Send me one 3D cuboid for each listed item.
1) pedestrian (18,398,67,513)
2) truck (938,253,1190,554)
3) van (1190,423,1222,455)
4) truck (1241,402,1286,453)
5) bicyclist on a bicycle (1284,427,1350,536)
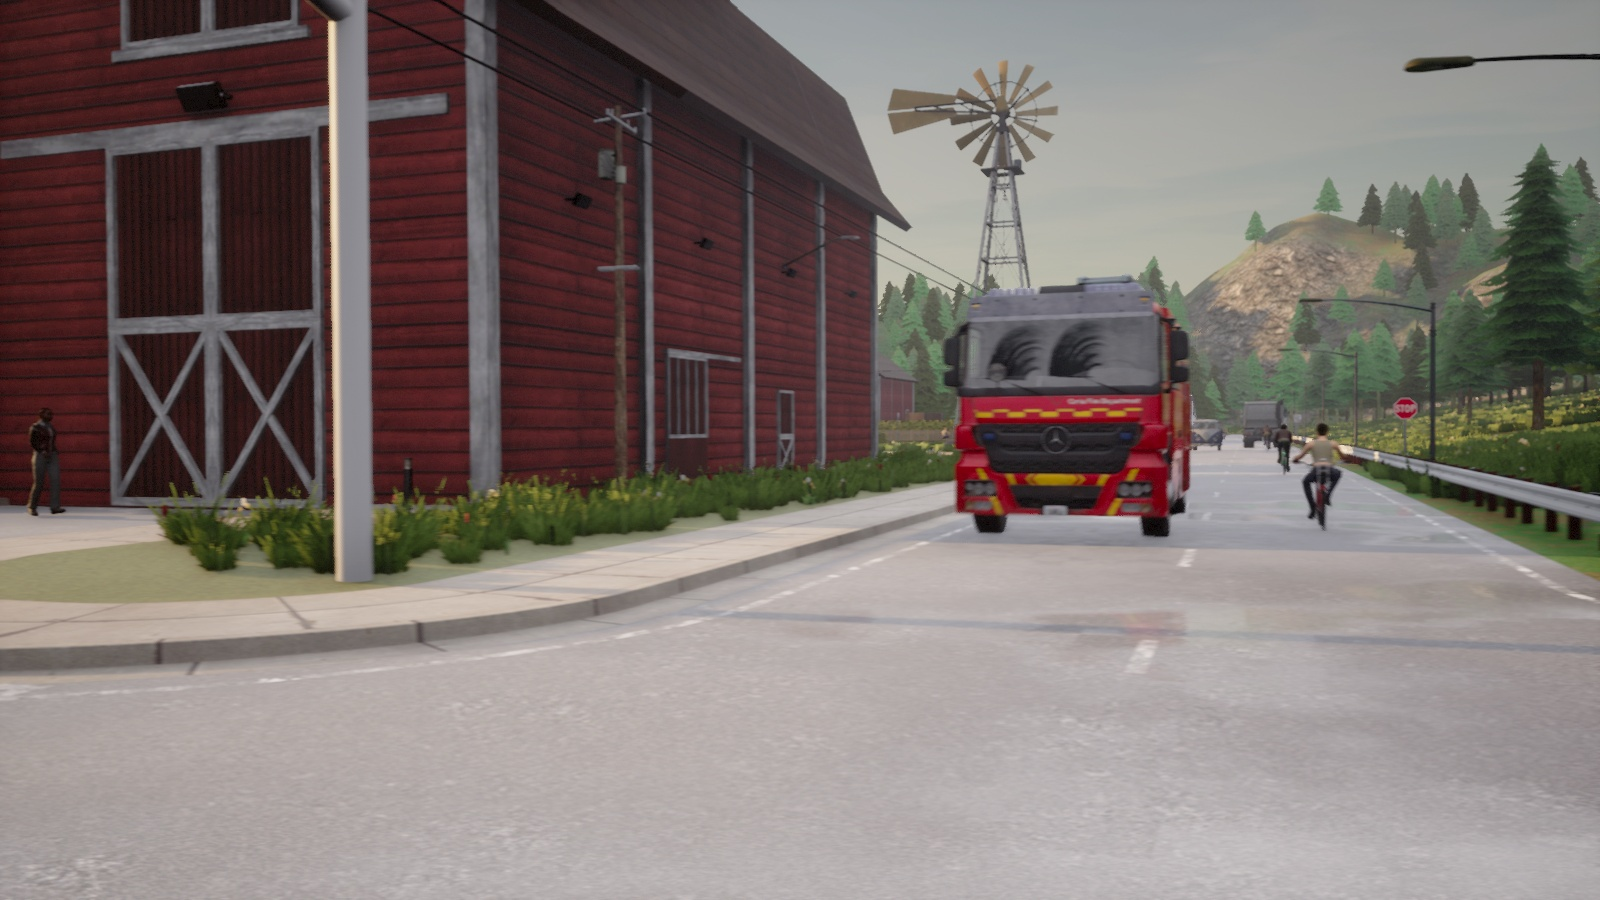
[{"bbox_3d":[-12.867,0.084,21.333,0.666,1.930,0.402,1,1,24],"label":"pedestrian"},{"bbox_3d":[4.655,-0.664,20.497,2.891,3.827,8.468,0,1,20],"label":"truck"},{"bbox_3d":[25.928,-0.718,80.093,1.775,1.987,4.442,0,1,20],"label":"van"},{"bbox_3d":[33.566,-1.628,91.061,2.891,3.462,7.936,0,1,20],"label":"truck"},{"bbox_3d":[7.973,0.460,19.415,0.866,1.612,1.509,0,1,20],"label":"bicyclist on a bicycle"}]
